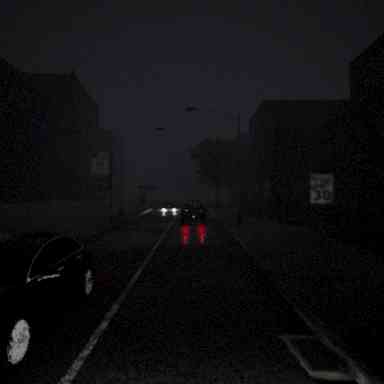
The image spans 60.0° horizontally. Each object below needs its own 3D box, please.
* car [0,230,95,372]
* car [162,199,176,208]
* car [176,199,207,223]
[{"bbox_3d":[-3.100,1.511,5.710,1.837,1.490,4.892,0,0,0],"label":"car"},{"bbox_3d":[-3.186,1.603,47.491,1.895,1.301,4.718,0,0,0],"label":"car"},{"bbox_3d":[0.109,1.519,25.628,2.128,1.511,4.902,0,0,0],"label":"car"}]
